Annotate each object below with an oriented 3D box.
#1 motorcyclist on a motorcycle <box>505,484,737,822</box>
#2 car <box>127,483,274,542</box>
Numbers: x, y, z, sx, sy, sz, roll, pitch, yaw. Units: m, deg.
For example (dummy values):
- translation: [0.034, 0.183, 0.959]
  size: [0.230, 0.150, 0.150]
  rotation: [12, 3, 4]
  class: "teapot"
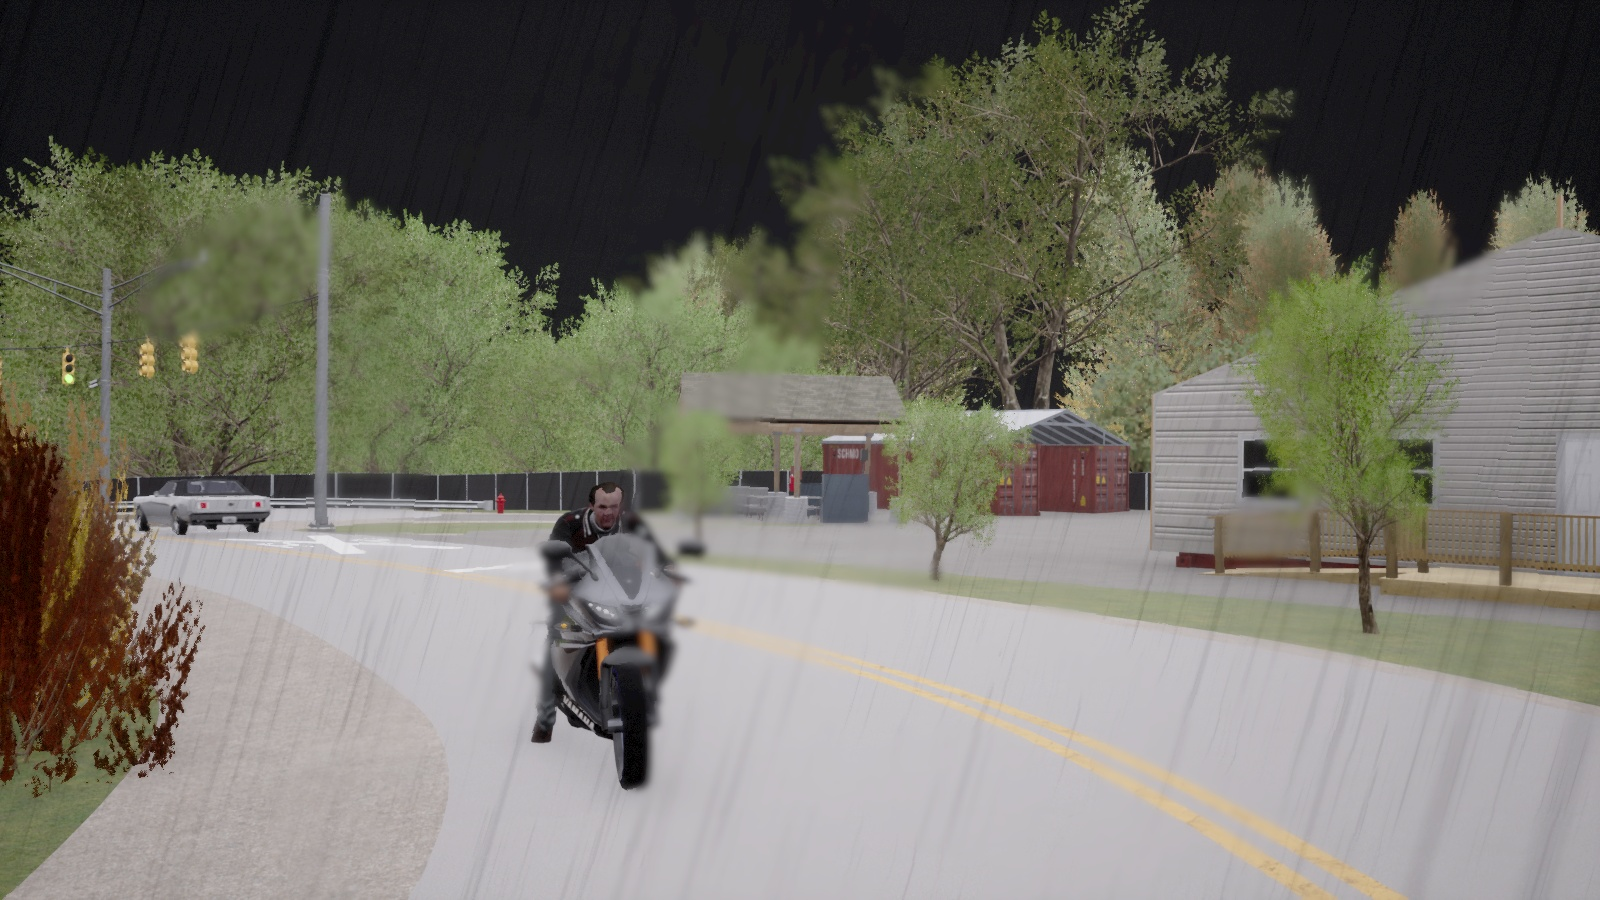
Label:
- translation: [-1.076, 0.965, 6.968]
  size: [0.866, 1.530, 2.191]
  rotation: [0, -1, -19]
  class: "motorcyclist on a motorcycle"
- translation: [-14.648, 1.476, 30.555]
  size: [1.895, 1.301, 4.718]
  rotation: [1, -2, -43]
  class: "car"
